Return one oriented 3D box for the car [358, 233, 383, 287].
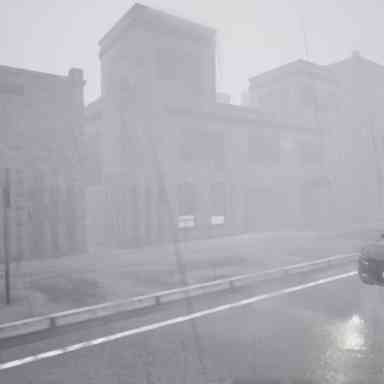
[{"bbox_3d":[6.134,1.474,8.367,5.008,1.535,1.882,0,0,-35],"label":"car"}]
